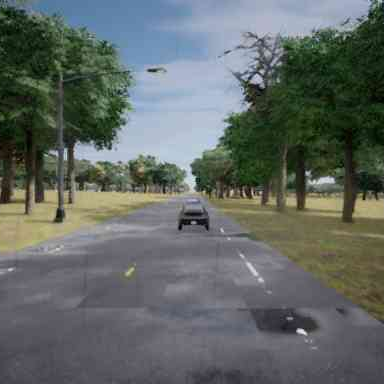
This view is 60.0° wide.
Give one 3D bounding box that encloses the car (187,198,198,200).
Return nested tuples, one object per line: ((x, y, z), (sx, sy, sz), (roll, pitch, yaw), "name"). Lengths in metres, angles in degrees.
((0.094, 1.482, 41.434), (1.812, 1.442, 4.674), (0, 0, 0), "car")

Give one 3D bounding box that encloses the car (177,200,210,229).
((0.102, 1.492, 21.244), (1.837, 1.490, 4.892), (0, 0, 0), "car")
